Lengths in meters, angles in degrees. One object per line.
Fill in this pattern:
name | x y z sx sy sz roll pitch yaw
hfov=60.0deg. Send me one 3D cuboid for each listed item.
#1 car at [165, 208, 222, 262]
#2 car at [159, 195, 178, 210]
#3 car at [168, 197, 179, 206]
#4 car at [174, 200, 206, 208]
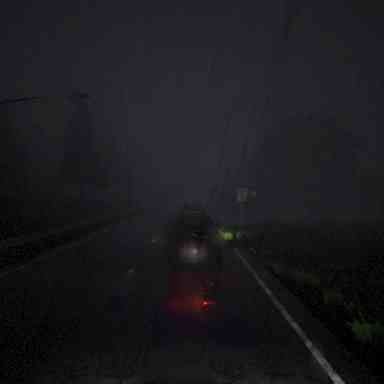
car | 0.067 1.572 12.372 1.837 1.490 4.892 0 0 0
car | -3.582 1.487 48.710 2.150 2.045 5.566 0 0 0
car | -3.527 1.822 63.561 1.882 1.535 5.008 0 0 1
car | 0.042 1.582 25.600 2.128 1.511 4.902 -1 0 0
